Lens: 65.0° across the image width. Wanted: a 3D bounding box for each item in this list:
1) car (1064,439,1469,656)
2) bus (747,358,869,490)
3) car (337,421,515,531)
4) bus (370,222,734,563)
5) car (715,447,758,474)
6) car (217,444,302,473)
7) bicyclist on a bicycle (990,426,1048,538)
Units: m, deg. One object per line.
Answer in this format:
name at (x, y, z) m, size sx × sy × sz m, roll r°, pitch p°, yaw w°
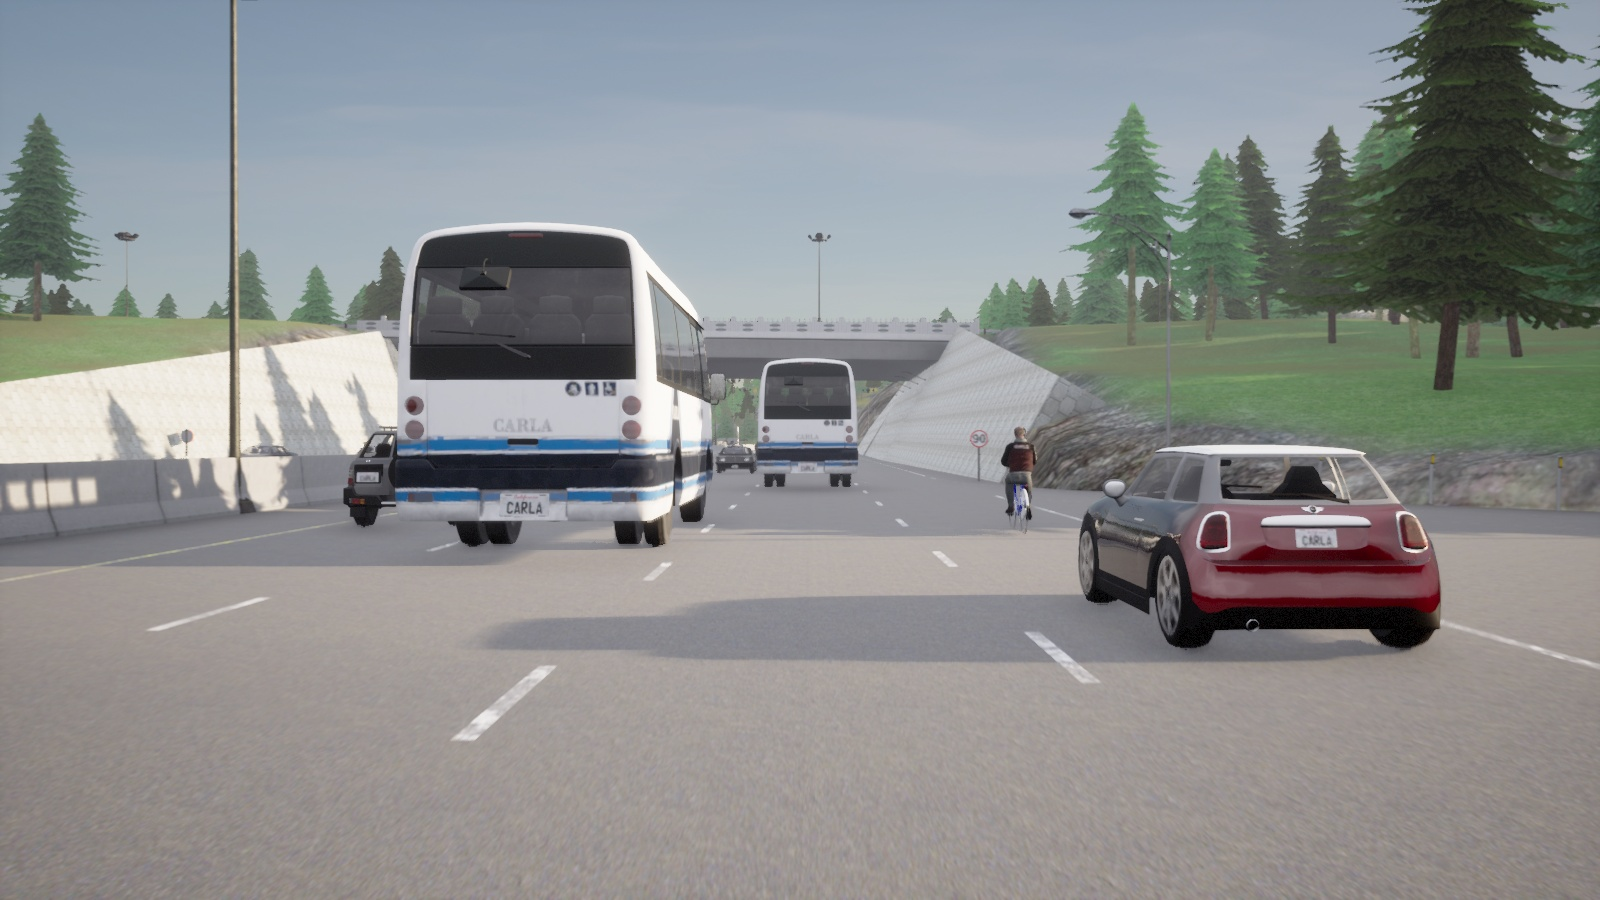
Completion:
car at (3.575, 0.656, 10.458) m, size 1.970 × 1.475 × 3.806 m, roll 0°, pitch 0°, yaw 0°
bus at (0.277, -0.888, 45.765) m, size 3.944 × 4.253 × 10.273 m, roll 0°, pitch 1°, yaw 0°
car at (-6.851, 0.425, 23.555) m, size 1.932 × 1.855 × 4.605 m, roll 0°, pitch 0°, yaw 0°
bus at (-3.365, -0.750, 20.818) m, size 3.944 × 4.253 × 10.273 m, roll 0°, pitch 0°, yaw 0°
car at (-3.128, 0.489, 63.075) m, size 1.895 × 1.301 × 4.718 m, roll 0°, pitch 0°, yaw 0°
car at (-27.618, 0.408, 64.427) m, size 2.033 × 1.411 × 5.357 m, roll 0°, pitch 0°, yaw 0°
bicyclist on a bicycle at (3.635, 0.502, 20.960) m, size 0.659 × 1.776 × 1.843 m, roll 0°, pitch 1°, yaw 0°
